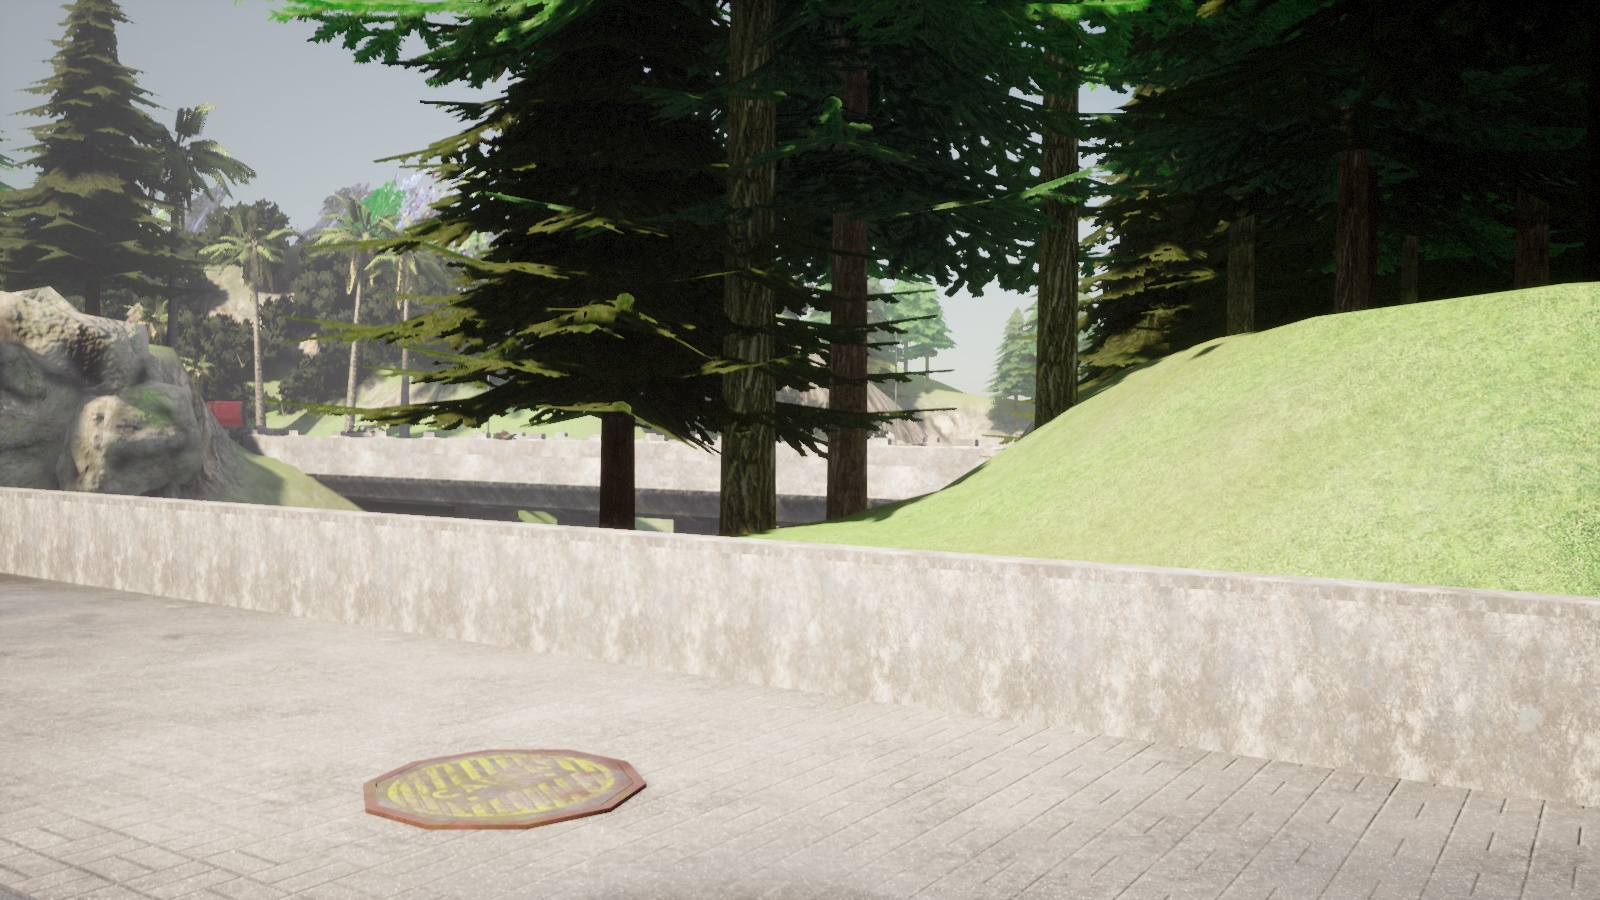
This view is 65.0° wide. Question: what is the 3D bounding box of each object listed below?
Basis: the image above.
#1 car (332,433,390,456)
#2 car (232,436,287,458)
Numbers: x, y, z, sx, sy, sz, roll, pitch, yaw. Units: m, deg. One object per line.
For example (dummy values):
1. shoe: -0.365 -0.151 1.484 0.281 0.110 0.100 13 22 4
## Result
1. car: -31.156 -0.406 89.120 3.988 1.617 1.851 0 1 34
2. car: -38.330 -0.233 89.076 3.633 1.501 1.845 0 1 34
